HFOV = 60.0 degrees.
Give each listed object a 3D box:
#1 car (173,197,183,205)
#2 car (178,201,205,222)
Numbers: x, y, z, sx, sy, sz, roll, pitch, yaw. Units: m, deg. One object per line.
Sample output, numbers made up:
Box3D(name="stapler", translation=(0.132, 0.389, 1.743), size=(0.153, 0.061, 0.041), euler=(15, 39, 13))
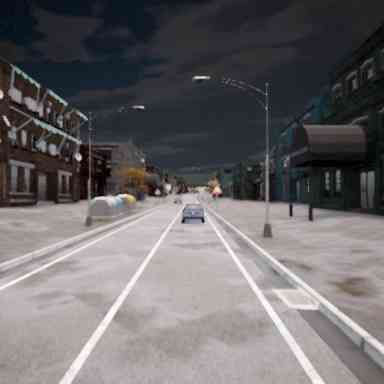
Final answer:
Box3D(name="car", translation=(-3.013, 1.949, 72.549), size=(1.837, 1.490, 4.892), euler=(0, 0, 0))
Box3D(name="car", translation=(0.095, 1.699, 27.887), size=(2.033, 1.411, 5.357), euler=(0, 0, 0))
